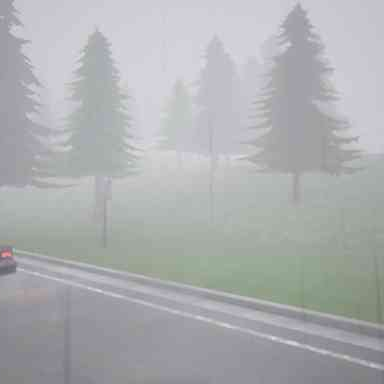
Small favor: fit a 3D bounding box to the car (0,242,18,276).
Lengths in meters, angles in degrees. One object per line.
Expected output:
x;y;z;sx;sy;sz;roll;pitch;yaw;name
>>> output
-6.751;1.541;8.862;5.357;1.411;2.033;0;0;36;car
